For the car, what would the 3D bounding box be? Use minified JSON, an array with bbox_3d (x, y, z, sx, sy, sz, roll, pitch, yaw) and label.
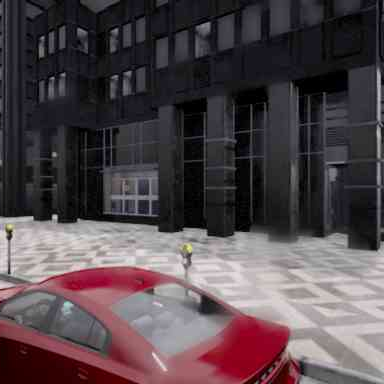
[{"bbox_3d":[-1.136,1.550,3.775,4.507,1.381,1.887,0,0,36],"label":"car"}]
